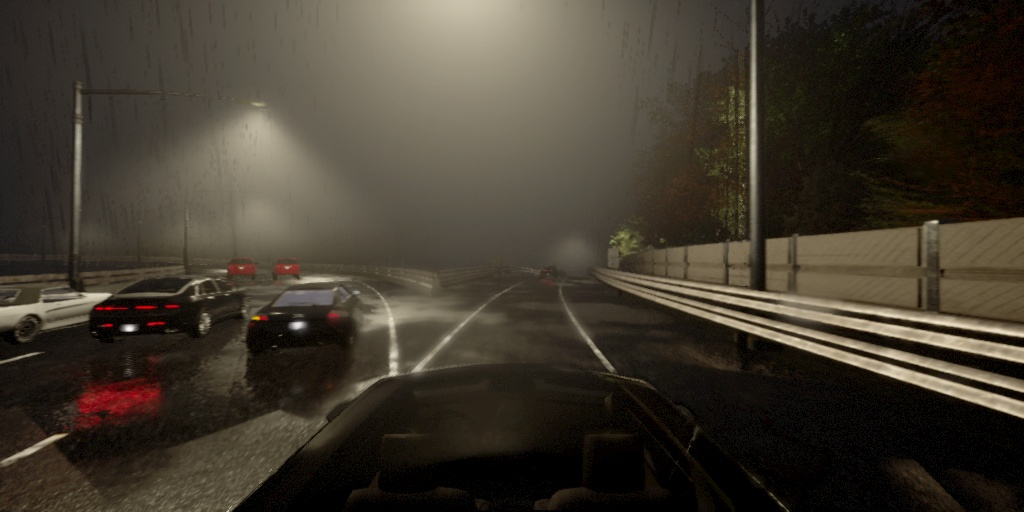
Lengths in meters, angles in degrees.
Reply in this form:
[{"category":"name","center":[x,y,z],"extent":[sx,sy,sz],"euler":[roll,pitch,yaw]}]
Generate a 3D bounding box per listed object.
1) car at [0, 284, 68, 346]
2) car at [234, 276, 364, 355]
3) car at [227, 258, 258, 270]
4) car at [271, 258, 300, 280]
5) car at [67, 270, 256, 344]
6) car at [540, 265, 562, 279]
[{"category":"car","center":[-12.315,1.370,9.111],"extent":[1.895,1.301,4.718],"euler":[1,-1,-20]},{"category":"car","center":[-4.901,1.370,9.045],"extent":[1.994,1.385,4.181],"euler":[1,-1,-19]},{"category":"car","center":[-26.122,1.202,34.736],"extent":[2.150,2.045,5.566],"euler":[1,-1,-36]},{"category":"car","center":[-22.570,1.231,35.813],"extent":[2.150,2.045,5.566],"euler":[1,-1,-35]},{"category":"car","center":[-8.925,1.300,9.872],"extent":[1.837,1.490,4.892],"euler":[1,-1,-20]},{"category":"car","center":[4.237,1.740,39.846],"extent":[1.837,1.490,4.892],"euler":[0,-1,10]}]
